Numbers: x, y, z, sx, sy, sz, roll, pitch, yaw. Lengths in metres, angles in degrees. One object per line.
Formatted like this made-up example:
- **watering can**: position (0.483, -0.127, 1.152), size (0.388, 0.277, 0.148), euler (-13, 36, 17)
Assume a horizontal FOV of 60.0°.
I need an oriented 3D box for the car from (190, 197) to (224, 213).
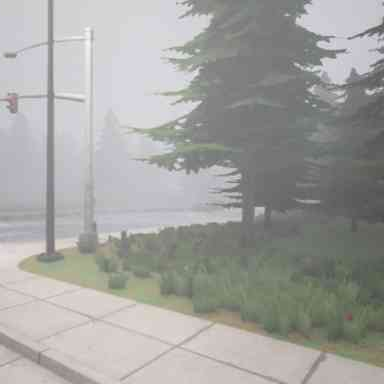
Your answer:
- **car**: position (1.689, 1.284, 36.251), size (2.097, 1.767, 4.553), euler (0, 0, 35)
